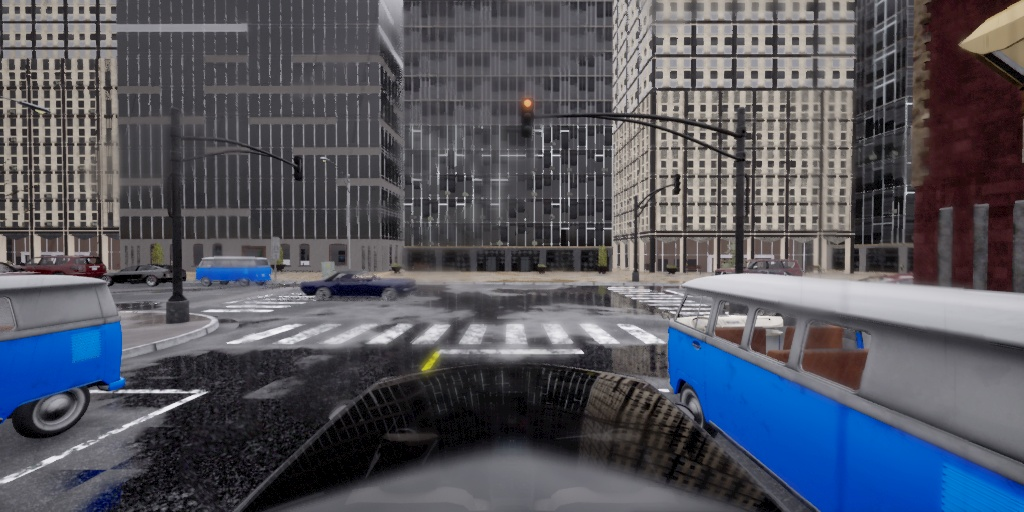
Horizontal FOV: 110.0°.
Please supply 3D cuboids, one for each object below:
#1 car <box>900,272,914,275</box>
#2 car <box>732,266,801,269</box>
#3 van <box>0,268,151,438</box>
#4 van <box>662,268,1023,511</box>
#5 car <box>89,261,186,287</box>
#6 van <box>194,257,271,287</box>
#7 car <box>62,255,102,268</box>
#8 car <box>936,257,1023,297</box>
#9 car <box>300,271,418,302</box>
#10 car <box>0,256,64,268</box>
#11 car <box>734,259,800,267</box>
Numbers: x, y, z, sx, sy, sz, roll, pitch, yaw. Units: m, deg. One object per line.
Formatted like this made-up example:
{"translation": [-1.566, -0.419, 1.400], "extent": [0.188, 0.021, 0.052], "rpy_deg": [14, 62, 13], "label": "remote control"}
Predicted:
{"translation": [15.129, 1.437, 13.810], "extent": [4.507, 1.381, 1.888], "rpy_deg": [0, 0, 0], "label": "car"}
{"translation": [13.636, 1.404, 19.586], "extent": [4.718, 1.301, 1.895], "rpy_deg": [0, 1, 0], "label": "car"}
{"translation": [-5.695, 1.090, 2.786], "extent": [1.690, 1.789, 3.998], "rpy_deg": [0, 0, 0], "label": "van"}
{"translation": [2.686, 1.090, 2.795], "extent": [1.690, 1.789, 3.998], "rpy_deg": [0, 0, 0], "label": "van"}
{"translation": [-22.769, 1.151, 22.246], "extent": [4.313, 1.339, 1.948], "rpy_deg": [0, 0, 0], "label": "car"}
{"translation": [-17.246, 0.951, 22.238], "extent": [3.998, 1.789, 1.690], "rpy_deg": [0, 0, 0], "label": "van"}
{"translation": [-28.292, 0.875, 22.254], "extent": [5.009, 1.841, 2.192], "rpy_deg": [0, 0, 0], "label": "car"}
{"translation": [27.238, 1.098, 19.566], "extent": [5.566, 2.045, 2.150], "rpy_deg": [0, 1, 0], "label": "car"}
{"translation": [-6.831, 1.343, 16.422], "extent": [4.718, 1.301, 1.895], "rpy_deg": [0, 1, 0], "label": "car"}
{"translation": [-24.267, 1.011, 16.445], "extent": [4.553, 1.767, 2.097], "rpy_deg": [0, 1, 0], "label": "car"}
{"translation": [15.143, 1.089, 22.190], "extent": [5.009, 1.841, 2.192], "rpy_deg": [0, 0, 0], "label": "car"}
